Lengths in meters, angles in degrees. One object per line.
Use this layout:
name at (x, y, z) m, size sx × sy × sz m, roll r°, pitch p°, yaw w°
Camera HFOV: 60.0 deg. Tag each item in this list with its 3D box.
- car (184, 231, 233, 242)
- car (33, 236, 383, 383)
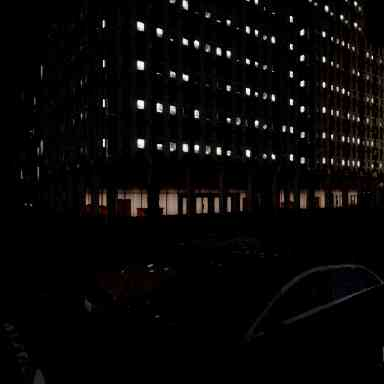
car at (0.285, 1.525, 6.767) m, size 4.829 × 1.417 × 1.752 m, roll 0°, pitch 0°, yaw -36°
car at (0.806, 1.491, 3.954) m, size 4.902 × 1.511 × 2.128 m, roll 0°, pitch 0°, yaw -36°
